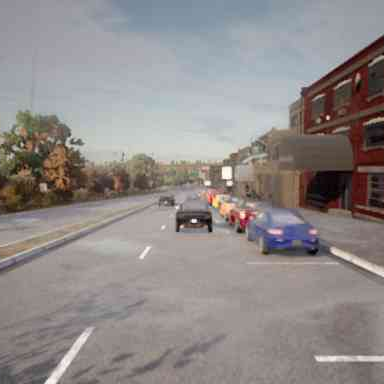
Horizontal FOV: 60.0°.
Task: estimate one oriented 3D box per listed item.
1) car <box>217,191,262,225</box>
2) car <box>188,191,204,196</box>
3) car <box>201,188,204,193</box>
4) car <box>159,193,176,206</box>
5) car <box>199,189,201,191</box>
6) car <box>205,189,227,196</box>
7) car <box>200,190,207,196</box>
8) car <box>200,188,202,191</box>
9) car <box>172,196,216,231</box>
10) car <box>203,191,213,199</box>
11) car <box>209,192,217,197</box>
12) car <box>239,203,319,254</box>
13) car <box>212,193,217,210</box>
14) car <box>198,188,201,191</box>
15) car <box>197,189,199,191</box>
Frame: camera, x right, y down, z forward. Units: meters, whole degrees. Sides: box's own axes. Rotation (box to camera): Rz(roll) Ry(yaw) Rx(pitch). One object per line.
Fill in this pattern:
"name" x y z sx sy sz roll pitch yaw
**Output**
"car" 3.223 1.047 23.648 2.185 1.767 4.553 0 1 0
"car" 0.095 0.985 43.340 2.033 1.411 5.357 0 1 0
"car" 3.220 0.618 56.796 2.185 1.767 4.553 0 1 0
"car" -3.155 0.951 42.658 1.837 1.490 4.892 0 1 0
"car" 3.218 0.532 73.271 2.231 1.521 4.892 0 1 0
"car" 3.221 0.707 40.154 2.435 2.045 5.566 0 1 0
"car" 3.216 0.239 95.564 1.946 1.575 5.366 0 1 0
"car" 3.220 0.547 62.320 2.185 1.767 4.553 0 1 0
"car" 0.098 1.234 18.681 1.882 1.535 5.008 0 1 0
"car" 3.220 0.642 67.751 2.002 1.452 4.674 0 1 0
"car" 3.222 1.029 34.725 2.097 1.535 5.008 0 1 0
"car" 3.224 1.356 12.504 2.002 1.452 4.674 0 1 0
"car" 3.223 1.101 29.199 2.231 1.521 4.892 0 1 0
"car" 3.216 0.382 84.512 1.946 1.575 5.366 0 1 0
"car" 3.219 0.191 89.819 2.185 1.767 4.553 0 1 0
